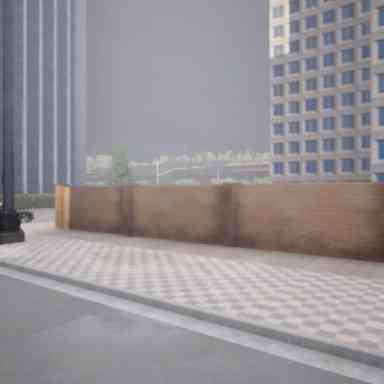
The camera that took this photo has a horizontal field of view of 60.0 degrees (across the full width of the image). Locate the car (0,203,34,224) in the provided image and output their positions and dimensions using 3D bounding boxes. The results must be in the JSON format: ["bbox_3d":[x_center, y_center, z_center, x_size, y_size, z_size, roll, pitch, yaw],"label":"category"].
[{"bbox_3d":[-13.464,1.512,22.996,1.837,1.490,4.892,-1,-1,34],"label":"car"}]
